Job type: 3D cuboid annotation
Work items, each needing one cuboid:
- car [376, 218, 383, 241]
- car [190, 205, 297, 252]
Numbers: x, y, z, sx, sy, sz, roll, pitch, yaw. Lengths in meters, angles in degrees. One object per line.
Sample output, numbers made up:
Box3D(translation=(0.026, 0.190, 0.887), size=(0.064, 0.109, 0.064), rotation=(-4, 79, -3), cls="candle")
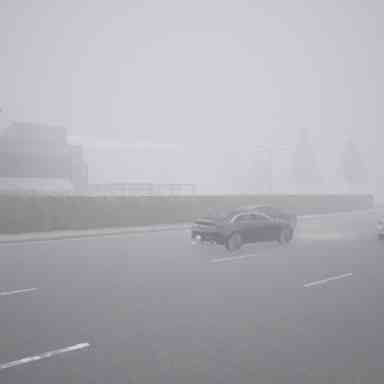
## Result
Box3D(translation=(10.312, 1.525, 15.424), size=(4.674, 1.442, 1.812), rotation=(0, 0, -36), cls="car")
Box3D(translation=(2.206, 1.491, 13.922), size=(4.902, 1.511, 2.128), rotation=(0, 0, -36), cls="car")
